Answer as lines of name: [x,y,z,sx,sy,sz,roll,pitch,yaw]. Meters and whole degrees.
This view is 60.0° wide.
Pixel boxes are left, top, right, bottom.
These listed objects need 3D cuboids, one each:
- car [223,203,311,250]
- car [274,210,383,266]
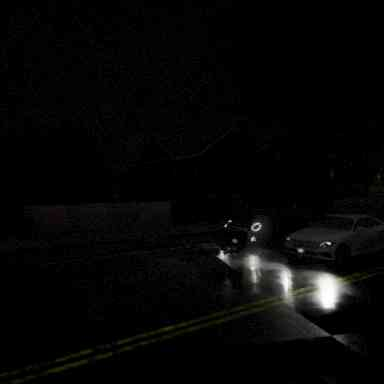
car: [3.469,1.291,14.141,4.553,1.767,2.097,0,0,-35]
car: [5.180,1.465,11.384,4.674,1.442,1.812,0,0,-35]
